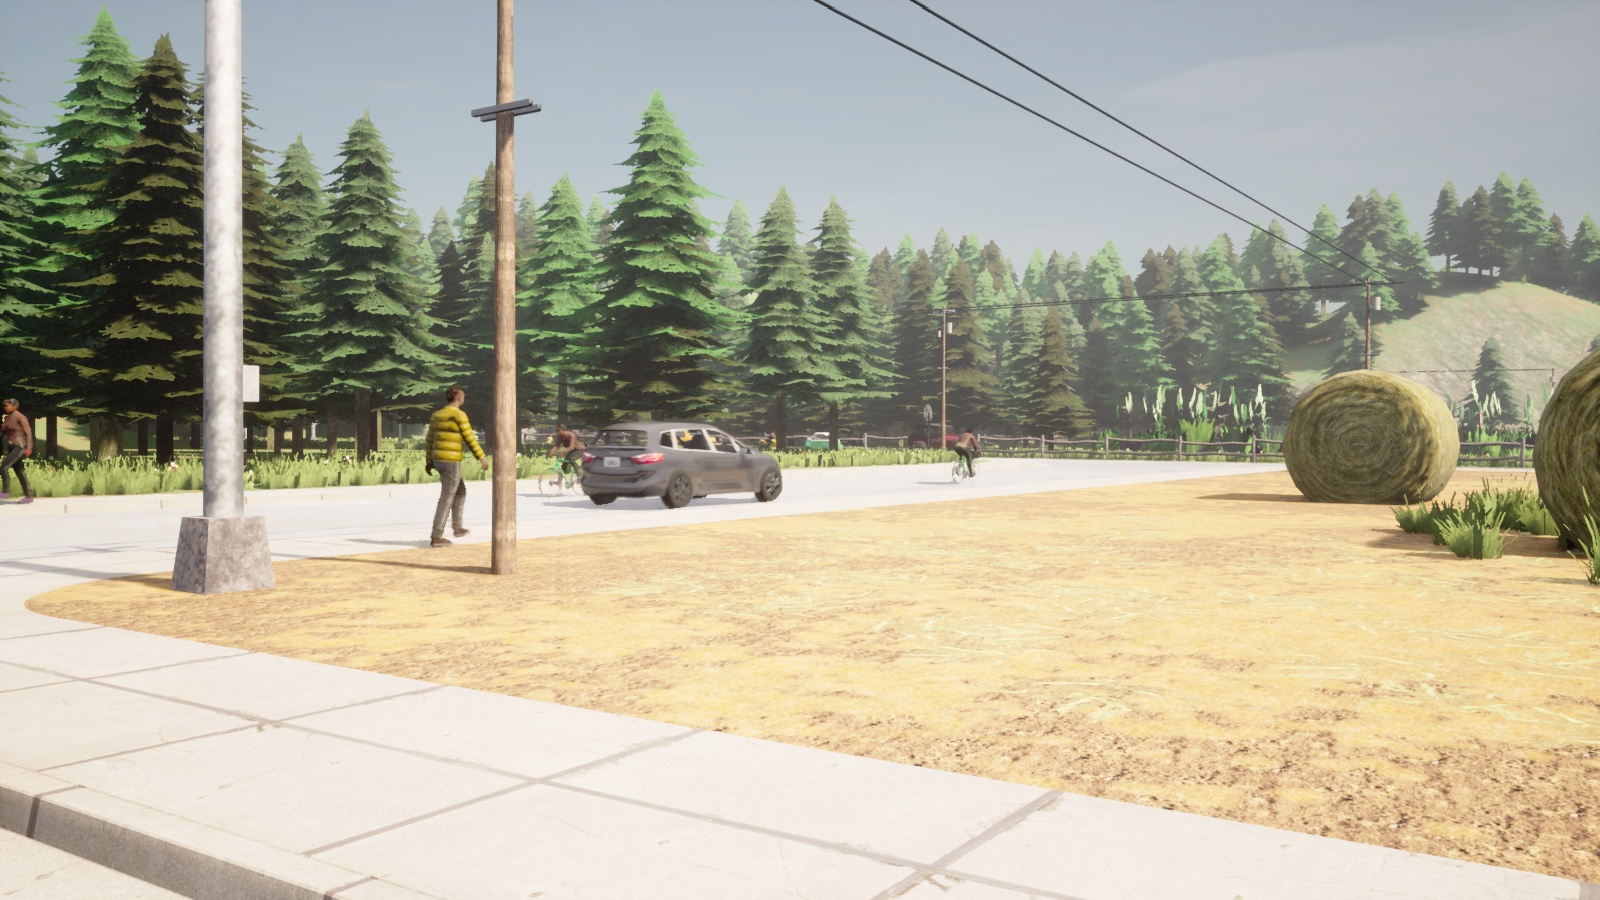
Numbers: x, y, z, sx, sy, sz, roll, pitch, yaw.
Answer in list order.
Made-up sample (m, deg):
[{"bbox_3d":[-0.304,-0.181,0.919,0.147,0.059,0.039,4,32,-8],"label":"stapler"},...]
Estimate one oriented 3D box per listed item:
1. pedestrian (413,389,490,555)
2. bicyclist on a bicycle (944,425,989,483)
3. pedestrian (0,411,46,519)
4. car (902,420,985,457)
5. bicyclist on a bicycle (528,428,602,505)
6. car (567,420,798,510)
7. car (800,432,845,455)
[{"bbox_3d":[-3.968,0.234,14.321,0.431,1.840,0.709,0,1,37],"label":"pedestrian"},{"bbox_3d":[4.776,0.098,35.889,0.582,1.620,1.656,0,1,35],"label":"bicyclist on a bicycle"},{"bbox_3d":[-13.455,0.248,21.477,0.328,1.805,0.869,0,1,29],"label":"pedestrian"},{"bbox_3d":[7.467,-0.587,65.466,3.866,1.878,1.905,0,1,38],"label":"car"},{"bbox_3d":[-5.161,0.347,27.657,0.582,1.620,1.656,0,1,35],"label":"bicyclist on a bicycle"},{"bbox_3d":[-2.286,0.235,25.661,2.242,1.667,4.611,0,1,35],"label":"car"},{"bbox_3d":[1.324,-0.392,74.478,2.207,1.376,1.481,0,1,37],"label":"car"}]
